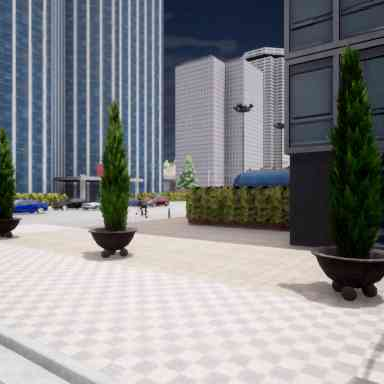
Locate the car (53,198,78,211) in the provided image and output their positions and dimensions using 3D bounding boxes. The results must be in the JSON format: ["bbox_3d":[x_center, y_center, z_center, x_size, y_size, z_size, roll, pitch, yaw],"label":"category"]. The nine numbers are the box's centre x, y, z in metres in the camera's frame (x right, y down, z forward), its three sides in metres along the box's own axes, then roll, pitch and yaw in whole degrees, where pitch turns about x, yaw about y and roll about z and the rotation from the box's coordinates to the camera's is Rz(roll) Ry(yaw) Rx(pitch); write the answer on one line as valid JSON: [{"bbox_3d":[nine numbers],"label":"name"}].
[{"bbox_3d":[-15.226,1.477,42.099,1.882,1.535,5.008,0,0,35],"label":"car"}]

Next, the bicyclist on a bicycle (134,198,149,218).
[{"bbox_3d":[-4.087,1.301,26.668,1.656,1.620,0.582,0,0,35],"label":"bicyclist on a bicycle"}]

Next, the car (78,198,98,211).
[{"bbox_3d":[-11.349,1.601,41.528,1.895,1.301,4.718,0,0,35],"label":"car"}]

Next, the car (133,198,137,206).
[{"bbox_3d":[-9.297,1.547,50.524,2.033,1.411,5.357,0,0,35],"label":"car"}]

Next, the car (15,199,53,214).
[{"bbox_3d":[-17.060,1.477,33.396,1.882,1.535,5.008,0,0,35],"label":"car"}]

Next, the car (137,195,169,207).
[{"bbox_3d":[-5.500,1.352,49.828,2.097,1.767,4.553,0,0,35],"label":"car"}]
